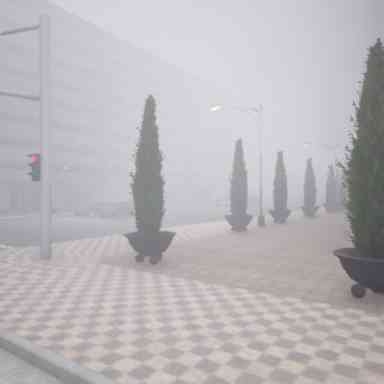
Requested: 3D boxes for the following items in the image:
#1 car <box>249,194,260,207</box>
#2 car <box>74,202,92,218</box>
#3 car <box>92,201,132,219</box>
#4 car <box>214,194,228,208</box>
[{"bbox_3d":[8.432,1.319,50.174,2.150,2.045,5.566,0,-1,36],"label":"car"},{"bbox_3d":[-9.062,1.623,32.189,1.837,1.490,4.892,-1,0,36],"label":"car"},{"bbox_3d":[-6.228,1.599,30.136,1.837,1.490,4.892,-1,0,36],"label":"car"},{"bbox_3d":[5.609,1.343,52.242,2.150,2.045,5.566,0,-1,36],"label":"car"}]
